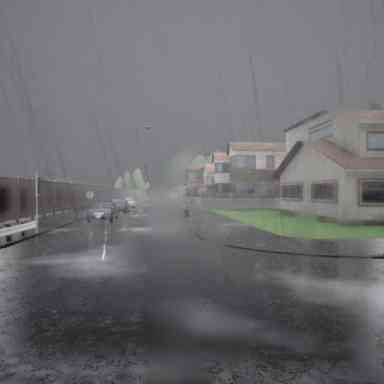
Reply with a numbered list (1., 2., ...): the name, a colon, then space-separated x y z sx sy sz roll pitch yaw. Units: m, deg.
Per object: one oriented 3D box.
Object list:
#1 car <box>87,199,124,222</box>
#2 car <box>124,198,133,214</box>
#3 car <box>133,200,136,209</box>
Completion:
1. car: -6.883 1.490 26.033 2.128 1.511 4.902 0 0 -5
2. car: -7.869 1.503 36.087 1.837 1.490 4.892 0 0 -5
3. car: -8.855 1.523 46.161 1.812 1.442 4.674 0 0 -6
